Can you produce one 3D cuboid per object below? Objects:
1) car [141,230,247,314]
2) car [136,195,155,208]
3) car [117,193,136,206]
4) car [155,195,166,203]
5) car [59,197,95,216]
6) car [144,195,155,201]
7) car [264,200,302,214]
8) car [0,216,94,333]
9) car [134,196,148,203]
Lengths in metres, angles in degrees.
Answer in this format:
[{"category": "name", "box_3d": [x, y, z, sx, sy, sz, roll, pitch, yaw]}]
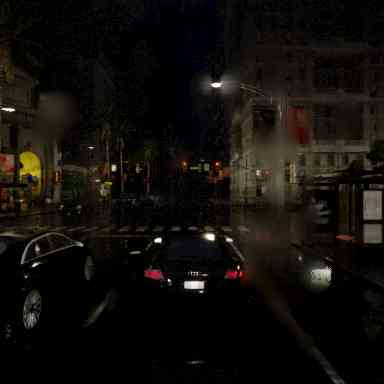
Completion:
[{"category": "car", "box_3d": [0.043, 1.564, 7.710, 1.994, 1.385, 4.181, 0, 0, 0]}, {"category": "car", "box_3d": [-6.877, 1.477, 49.305, 1.882, 1.535, 5.008, 0, 0, -6]}, {"category": "car", "box_3d": [-10.734, 1.224, 54.551, 2.150, 2.045, 5.566, 0, 0, 0]}, {"category": "car", "box_3d": [-7.187, 1.525, 70.066, 2.128, 1.511, 4.902, 0, 0, 0]}, {"category": "car", "box_3d": [-10.684, 1.352, 31.044, 2.097, 1.767, 4.553, 0, 0, 0]}, {"category": "car", "box_3d": [-10.652, 1.524, 84.028, 1.812, 1.442, 4.674, 0, 0, 3]}, {"category": "car", "box_3d": [9.956, 1.525, 35.067, 4.674, 1.442, 1.812, 0, 0, 2]}, {"category": "car", "box_3d": [-3.461, 1.492, 6.772, 2.128, 1.511, 4.902, 0, 0, 0]}, {"category": "car", "box_3d": [-10.688, 1.540, 70.328, 2.033, 1.411, 5.357, 0, 0, 0]}]
